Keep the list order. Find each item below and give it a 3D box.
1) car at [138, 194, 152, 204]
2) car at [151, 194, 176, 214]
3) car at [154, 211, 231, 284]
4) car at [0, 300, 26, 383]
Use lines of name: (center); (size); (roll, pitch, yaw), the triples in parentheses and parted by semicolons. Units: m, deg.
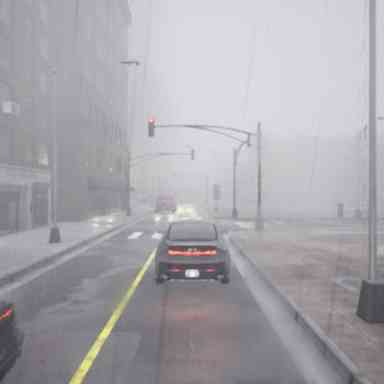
car: (-8.667, 1.514, 71.311); (5.566, 2.045, 2.150); (0, 0, 9)
car: (-2.972, 1.351, 38.248); (2.150, 2.045, 5.566); (0, 0, 1)
car: (0.023, 1.535, 9.673); (1.837, 1.490, 4.892); (0, 0, 0)
car: (-2.839, 1.552, 1.499); (2.033, 1.411, 5.357); (0, 0, 0)
